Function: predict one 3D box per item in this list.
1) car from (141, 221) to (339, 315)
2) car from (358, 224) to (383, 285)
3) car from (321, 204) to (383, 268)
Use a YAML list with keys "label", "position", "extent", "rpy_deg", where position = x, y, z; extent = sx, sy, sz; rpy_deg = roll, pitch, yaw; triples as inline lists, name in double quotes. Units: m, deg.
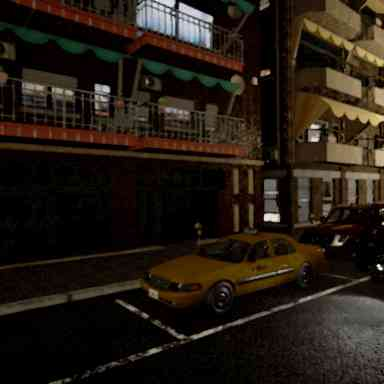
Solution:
- label: "car"
  position: [1.197, 1.554, 7.615]
  extent: [4.829, 1.417, 1.752]
  rpy_deg: [0, -1, -38]
- label: "car"
  position: [6.564, 1.552, 8.351]
  extent: [5.357, 1.411, 2.033]
  rpy_deg: [0, 0, -38]
- label: "car"
  position: [5.703, 1.336, 11.098]
  extent: [5.009, 1.841, 2.192]
  rpy_deg: [0, -1, -38]
